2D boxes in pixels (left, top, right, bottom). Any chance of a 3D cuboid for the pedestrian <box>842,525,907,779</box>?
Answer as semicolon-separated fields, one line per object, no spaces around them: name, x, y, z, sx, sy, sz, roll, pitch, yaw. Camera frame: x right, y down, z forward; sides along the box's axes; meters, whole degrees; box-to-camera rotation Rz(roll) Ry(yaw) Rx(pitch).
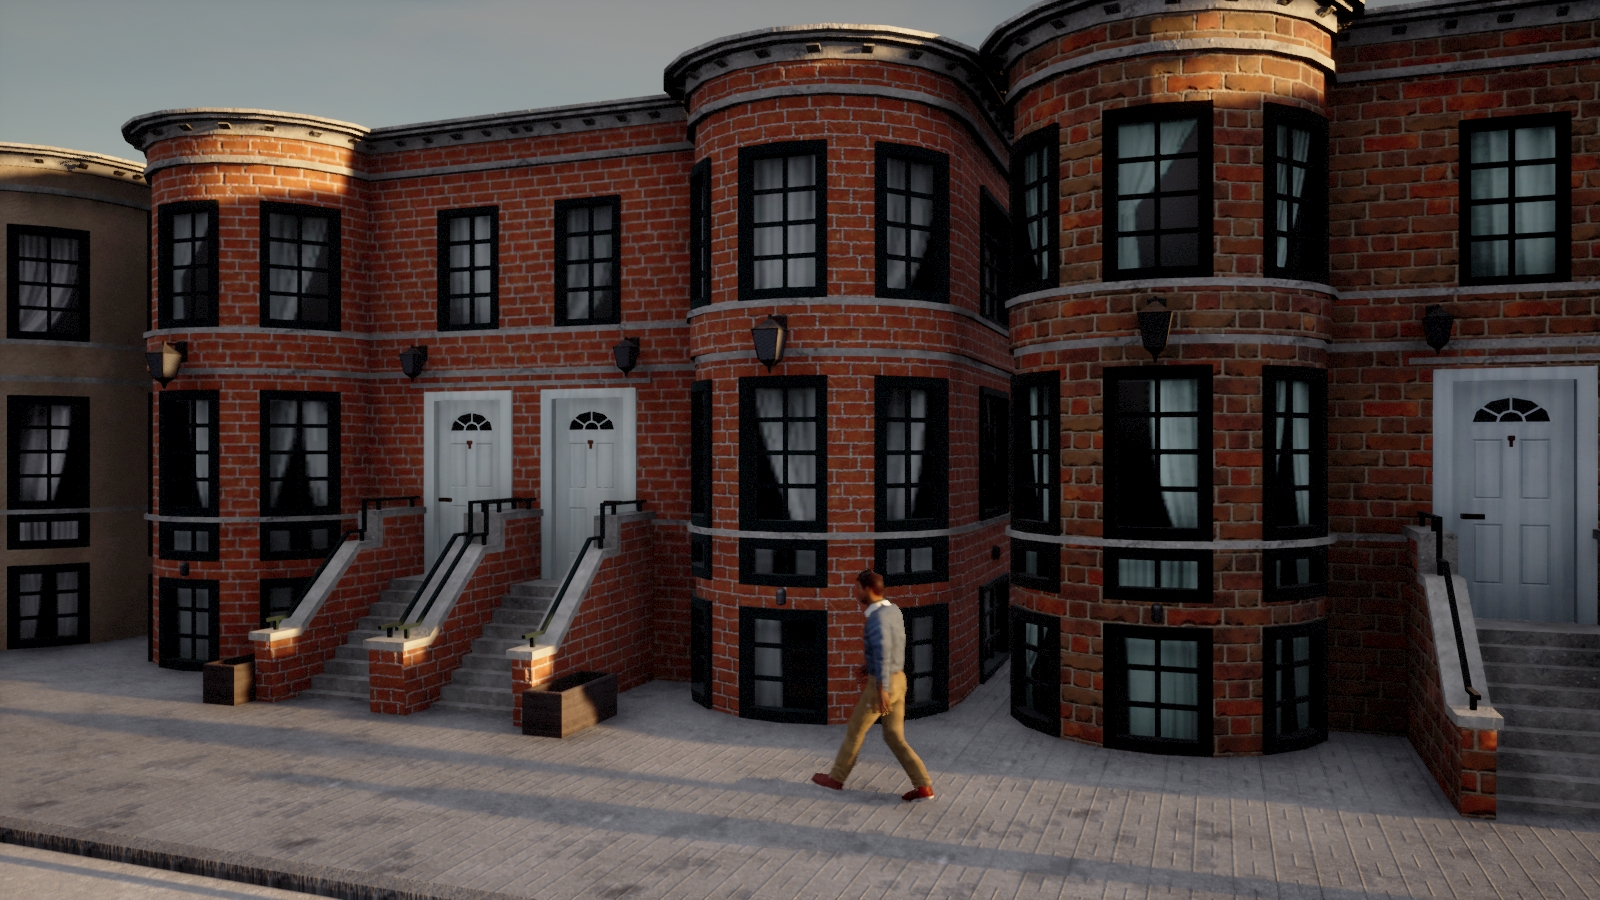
pedestrian;0.576;1.526;8.787;0.375;1.860;0.375;0;0;28
